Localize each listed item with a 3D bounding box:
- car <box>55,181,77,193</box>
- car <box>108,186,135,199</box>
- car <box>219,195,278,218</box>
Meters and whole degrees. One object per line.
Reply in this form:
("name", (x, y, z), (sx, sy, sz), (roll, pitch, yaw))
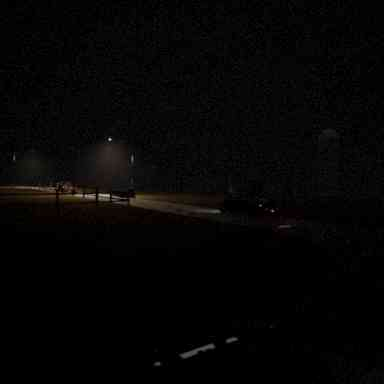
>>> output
("car", (-18.885, -0.829, 49.829), (2.097, 1.767, 4.553), (2, 1, -36))
("car", (-8.405, 0.015, 40.031), (1.812, 1.442, 4.674), (2, 1, -36))
("car", (3.809, 0.903, 22.919), (1.812, 1.442, 4.674), (1, 2, -34))
